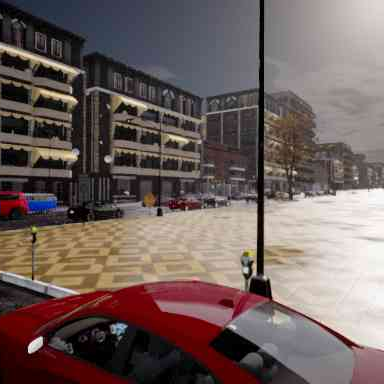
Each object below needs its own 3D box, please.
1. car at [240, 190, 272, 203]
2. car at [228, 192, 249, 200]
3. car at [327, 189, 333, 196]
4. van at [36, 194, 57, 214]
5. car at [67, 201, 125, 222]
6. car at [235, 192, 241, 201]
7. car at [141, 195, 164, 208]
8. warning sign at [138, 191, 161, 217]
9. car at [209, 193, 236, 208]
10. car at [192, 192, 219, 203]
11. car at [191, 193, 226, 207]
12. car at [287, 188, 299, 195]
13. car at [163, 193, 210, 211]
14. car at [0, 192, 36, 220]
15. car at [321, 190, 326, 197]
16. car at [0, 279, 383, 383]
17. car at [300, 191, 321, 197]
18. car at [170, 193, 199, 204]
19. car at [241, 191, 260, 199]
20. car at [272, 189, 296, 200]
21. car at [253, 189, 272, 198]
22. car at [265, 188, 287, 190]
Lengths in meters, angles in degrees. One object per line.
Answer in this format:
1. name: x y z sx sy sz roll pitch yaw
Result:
1. car: 9.044 0.876 46.639 2.008 1.369 4.403 2 2 35
2. car: 8.470 0.649 60.567 1.947 1.339 4.313 2 2 35
3. car: 34.340 0.078 83.311 1.967 1.590 4.097 2 2 35
4. van: -13.661 1.035 28.471 1.690 1.788 3.998 2 2 35
5. car: -6.765 1.329 23.719 1.947 1.339 4.313 2 2 35
6. car: 7.642 0.748 54.648 2.033 1.411 5.357 1 1 35
7. car: -3.931 1.067 38.039 1.994 1.385 4.181 1 1 35
8. warning sign: -3.150 0.851 24.811 1.300 1.860 1.060 -1 0 35
9. car: 2.720 1.050 37.470 2.008 1.369 4.403 2 2 35
10. car: 2.146 0.807 51.397 2.008 1.369 4.403 2 2 35
11. car: 2.095 0.928 41.144 2.128 1.511 4.902 1 1 35
12. car: 24.281 -0.031 83.481 2.192 1.841 5.009 2 2 35
13. car: -0.442 1.132 32.886 1.887 1.381 4.507 2 2 35
14. car: -14.194 1.015 22.895 2.150 2.045 5.566 0 1 32
15. car: 28.015 0.359 74.145 2.008 1.369 4.403 2 2 35
16. car: -0.324 1.544 3.095 4.507 1.381 1.887 0 0 35
17. car: 24.854 0.445 69.562 2.008 1.369 4.403 2 2 35
18. car: -1.016 0.909 46.813 1.947 1.339 4.313 2 2 35
19. car: 11.535 0.525 65.009 1.752 1.417 4.829 2 2 35
20. car: 15.465 0.675 55.948 1.752 1.417 4.829 2 2 35
21. car: 14.797 0.226 69.729 2.192 1.841 5.009 2 2 35
22. car: 15.465 0.572 60.538 1.837 1.490 4.892 1 1 35
